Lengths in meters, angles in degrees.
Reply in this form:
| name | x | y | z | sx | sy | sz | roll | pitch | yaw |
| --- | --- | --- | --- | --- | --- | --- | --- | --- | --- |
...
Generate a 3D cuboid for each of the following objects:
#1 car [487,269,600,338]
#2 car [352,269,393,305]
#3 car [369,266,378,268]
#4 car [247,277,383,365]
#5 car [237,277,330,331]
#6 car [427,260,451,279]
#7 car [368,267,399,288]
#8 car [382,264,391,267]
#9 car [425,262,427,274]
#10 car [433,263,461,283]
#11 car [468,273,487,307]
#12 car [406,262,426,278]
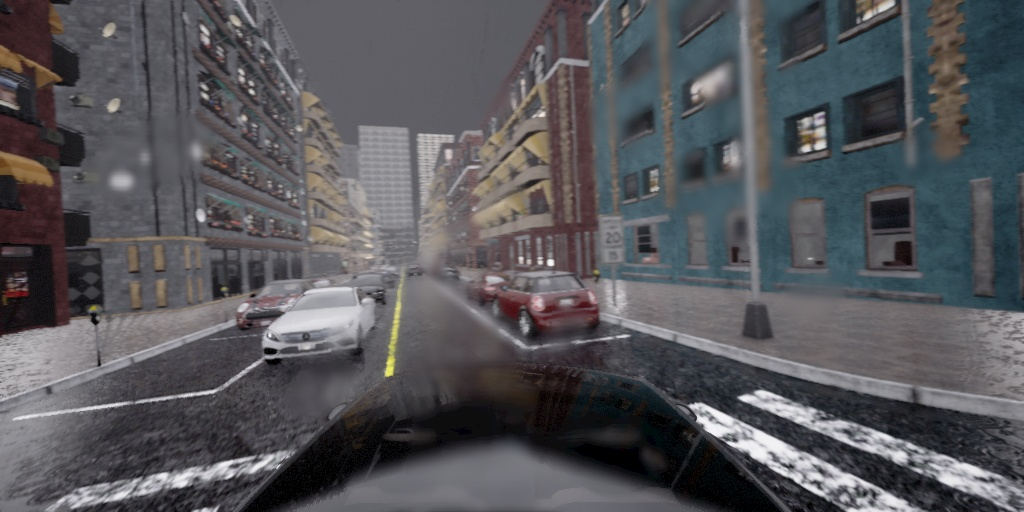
| name | x | y | z | sx | sy | sz | roll | pitch | yaw |
| --- | --- | --- | --- | --- | --- | --- | --- | --- | --- |
| car | 0.790 | 1.133 | 10.237 | 1.967 | 1.591 | 4.097 | 0 | 0 | -17 |
| car | -7.234 | 1.625 | 18.059 | 1.837 | 1.490 | 4.892 | -3 | 0 | -17 |
| car | -19.437 | 2.177 | 50.496 | 1.967 | 1.591 | 4.097 | 0 | 0 | -17 |
| car | -4.602 | 1.516 | 9.203 | 1.812 | 1.442 | 4.674 | -3 | 0 | -15 |
| car | -8.337 | 1.629 | 13.276 | 1.967 | 1.591 | 4.097 | 0 | 0 | -17 |
| car | -7.146 | 1.401 | 36.820 | 2.192 | 1.841 | 5.009 | 0 | 0 | -17 |
| car | -10.061 | 1.824 | 27.594 | 1.994 | 1.385 | 4.181 | -3 | 0 | -17 |
| car | -14.333 | 2.034 | 42.222 | 1.812 | 1.442 | 4.674 | -3 | 0 | -17 |
| car | -8.732 | 1.715 | 42.137 | 2.007 | 1.370 | 4.403 | 0 | 0 | -17 |
| car | -5.561 | 1.574 | 31.503 | 1.948 | 1.339 | 4.313 | 0 | 0 | -17 |
| car | -0.799 | 1.354 | 15.553 | 1.802 | 1.307 | 4.207 | 0 | 0 | -17 |
| car | -11.487 | 1.819 | 42.629 | 1.837 | 1.490 | 4.892 | -3 | 0 | -17 |
